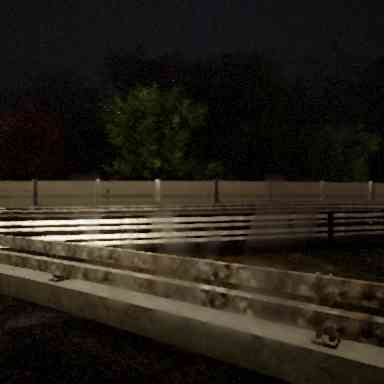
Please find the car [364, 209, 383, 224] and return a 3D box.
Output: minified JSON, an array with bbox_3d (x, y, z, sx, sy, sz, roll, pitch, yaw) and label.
[{"bbox_3d":[12.536,1.415,19.535,4.902,1.511,2.128,0,0,-14],"label":"car"}]
